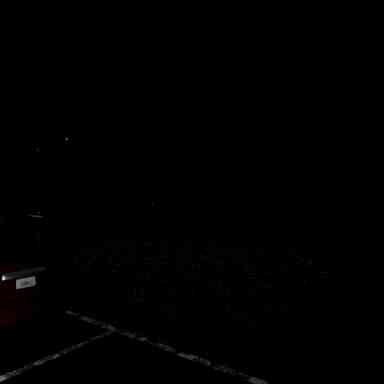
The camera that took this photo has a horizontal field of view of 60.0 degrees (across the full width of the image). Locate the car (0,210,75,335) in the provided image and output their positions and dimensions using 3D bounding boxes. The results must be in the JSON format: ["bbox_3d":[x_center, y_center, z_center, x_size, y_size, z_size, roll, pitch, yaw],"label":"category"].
[{"bbox_3d":[-4.187,1.316,5.942,5.009,1.841,2.192,0,-1,36],"label":"car"}]

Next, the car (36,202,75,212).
[{"bbox_3d":[-13.873,1.760,35.739,2.033,1.411,5.357,-1,-1,37],"label":"car"}]
